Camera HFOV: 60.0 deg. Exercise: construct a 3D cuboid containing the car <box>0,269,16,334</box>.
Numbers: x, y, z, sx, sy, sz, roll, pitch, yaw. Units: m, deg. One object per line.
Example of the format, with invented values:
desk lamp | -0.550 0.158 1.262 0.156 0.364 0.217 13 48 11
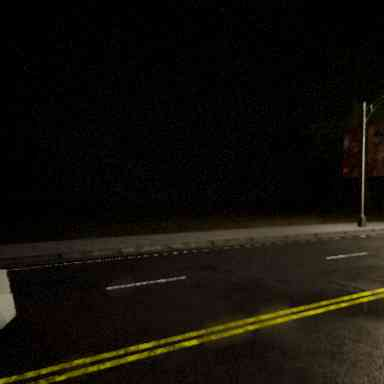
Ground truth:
car | -4.886 1.601 4.107 4.718 1.301 1.895 0 0 -31
